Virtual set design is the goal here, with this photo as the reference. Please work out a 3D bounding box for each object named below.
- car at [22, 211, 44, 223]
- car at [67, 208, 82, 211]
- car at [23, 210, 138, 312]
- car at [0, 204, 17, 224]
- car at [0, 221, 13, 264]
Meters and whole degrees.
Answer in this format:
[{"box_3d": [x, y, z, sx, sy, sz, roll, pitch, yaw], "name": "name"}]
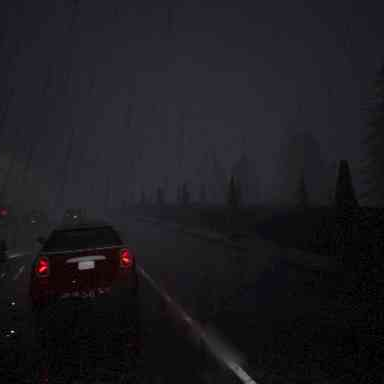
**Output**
[{"box_3d": [-14.887, 2.418, 31.691, 1.895, 1.301, 4.718, -3, -1, -20], "name": "car"}, {"box_3d": [-10.659, 2.147, 30.276, 1.994, 1.385, 4.181, -3, -1, -20], "name": "car"}, {"box_3d": [-2.807, 1.503, 8.559, 2.097, 1.767, 4.553, -3, 0, -20], "name": "car"}, {"box_3d": [-19.378, 2.333, 33.786, 2.150, 2.045, 5.566, -3, -3, -20], "name": "car"}, {"box_3d": [-7.269, 1.923, 10.639, 1.994, 1.385, 4.181, -3, 0, -20], "name": "car"}]
